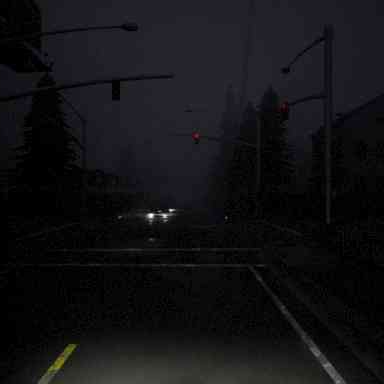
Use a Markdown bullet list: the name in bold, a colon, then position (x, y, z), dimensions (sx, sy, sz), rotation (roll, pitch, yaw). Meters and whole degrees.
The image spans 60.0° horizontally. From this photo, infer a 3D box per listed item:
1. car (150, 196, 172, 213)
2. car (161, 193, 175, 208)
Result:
- **car**: position (-3.600, 1.505, 37.429), dimensions (1.837, 1.490, 4.892), rotation (0, 0, 0)
- **car**: position (-3.589, 1.221, 47.894), dimensions (2.150, 2.045, 5.566), rotation (0, 0, 1)
